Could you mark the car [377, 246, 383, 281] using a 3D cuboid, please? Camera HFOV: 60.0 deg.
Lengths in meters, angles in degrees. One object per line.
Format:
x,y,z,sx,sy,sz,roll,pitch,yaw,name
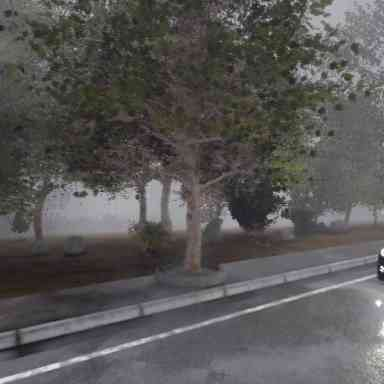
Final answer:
6.686,1.411,8.450,4.553,1.767,2.097,1,0,-35,car
